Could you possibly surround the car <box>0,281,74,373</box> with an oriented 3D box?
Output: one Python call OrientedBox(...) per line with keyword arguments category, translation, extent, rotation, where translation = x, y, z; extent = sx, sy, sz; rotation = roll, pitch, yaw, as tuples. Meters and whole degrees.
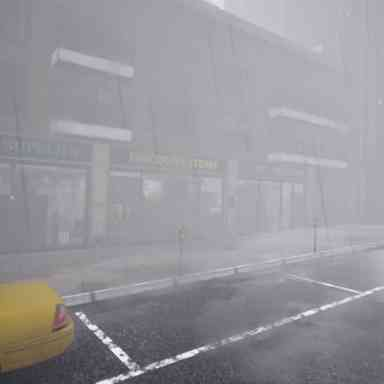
OrientedBox(category="car", translation=(-3.789, 1.525, 3.368), extent=(4.829, 1.417, 1.752), rotation=(0, 2, -35))
